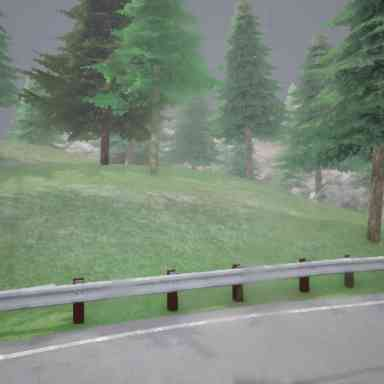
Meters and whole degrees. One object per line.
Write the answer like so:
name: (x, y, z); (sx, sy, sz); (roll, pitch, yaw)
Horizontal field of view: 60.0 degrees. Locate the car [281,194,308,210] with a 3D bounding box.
car: (13.087, 1.234, 43.316); (2.150, 2.045, 5.566); (0, 0, -23)
